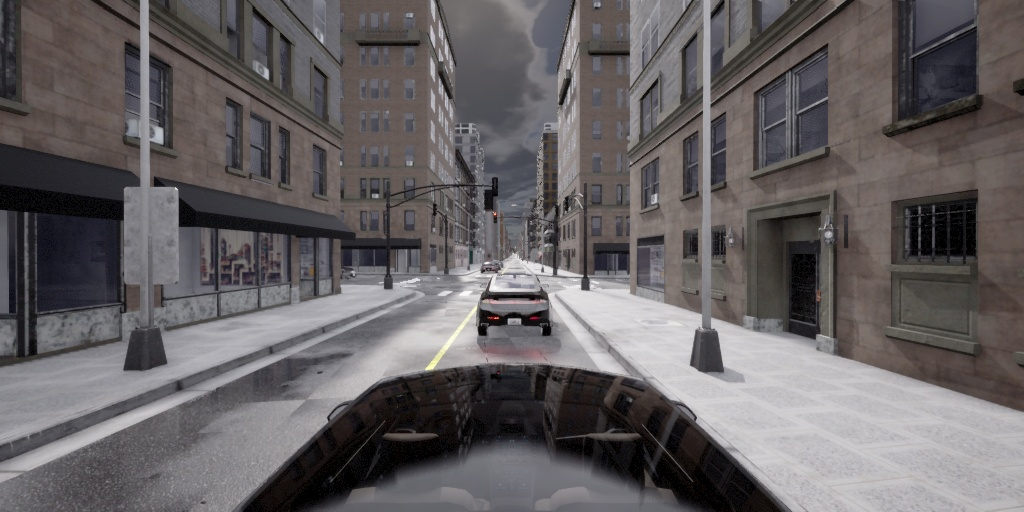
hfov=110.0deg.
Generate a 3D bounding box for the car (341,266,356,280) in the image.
[{"bbox_3d":[-14.040,1.079,26.287,4.902,1.511,2.128,1,0,0],"label":"car"}]

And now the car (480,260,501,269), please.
[{"bbox_3d":[-2.713,1.372,44.035,1.994,1.385,4.181,0,0,1],"label":"car"}]

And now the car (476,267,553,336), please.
[{"bbox_3d":[0.076,1.243,10.380,2.128,1.511,4.902,0,0,1],"label":"car"}]

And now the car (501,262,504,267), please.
[{"bbox_3d":[-2.617,1.334,53.988,1.837,1.490,4.892,0,0,0],"label":"car"}]

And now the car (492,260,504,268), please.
[{"bbox_3d":[-2.491,1.452,64.104,1.895,1.301,4.718,0,0,1],"label":"car"}]
